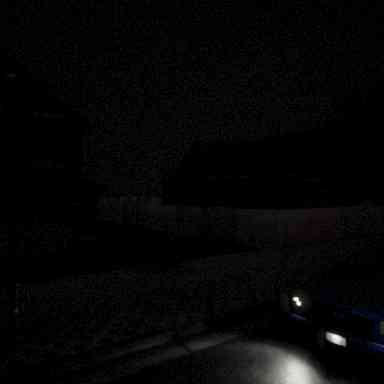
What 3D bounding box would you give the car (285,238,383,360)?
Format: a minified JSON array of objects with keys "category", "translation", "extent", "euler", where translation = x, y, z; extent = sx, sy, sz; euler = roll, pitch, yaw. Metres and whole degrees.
[{"category":"car","translation":[4.037,1.548,5.958],"extent":[5.357,1.411,2.033],"euler":[0,0,-36]}]
